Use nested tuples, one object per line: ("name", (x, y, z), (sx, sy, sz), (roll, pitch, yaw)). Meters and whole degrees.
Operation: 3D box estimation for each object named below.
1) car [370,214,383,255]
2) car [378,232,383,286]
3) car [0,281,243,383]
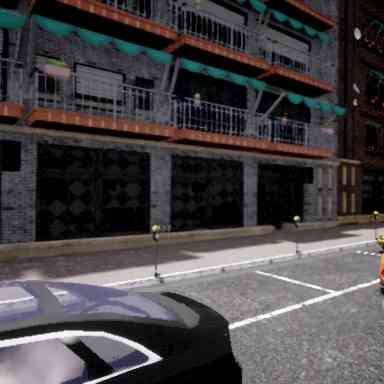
("car", (9.070, 1.560, 13.021), (4.829, 1.417, 1.752), (0, 0, -35))
("car", (6.402, 1.374, 7.823), (4.553, 1.767, 2.097), (0, 0, -36))
("car", (-1.844, 1.491, 2.053), (4.902, 1.511, 2.128), (0, 0, -35))
